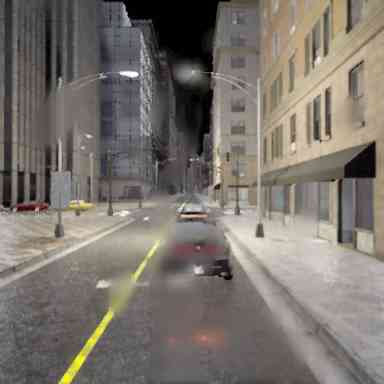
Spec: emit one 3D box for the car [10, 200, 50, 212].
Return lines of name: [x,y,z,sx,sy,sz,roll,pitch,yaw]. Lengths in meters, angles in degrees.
car: [-19.827,1.730,40.763,4.507,1.381,1.887,-1,0,0]

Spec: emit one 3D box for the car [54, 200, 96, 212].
car: [-14.373,1.655,40.791,4.829,1.417,1.752,-1,0,0]

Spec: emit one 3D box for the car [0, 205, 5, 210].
car: [-25.621,1.768,40.733,4.829,1.417,1.752,-1,0,0]

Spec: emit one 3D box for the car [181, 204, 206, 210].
car: [0.109,1.476,20.036,2.128,1.511,4.902,0,0,0]

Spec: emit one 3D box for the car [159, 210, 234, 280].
car: [0.106,1.498,9.848,1.837,1.490,4.892,0,0,0]
